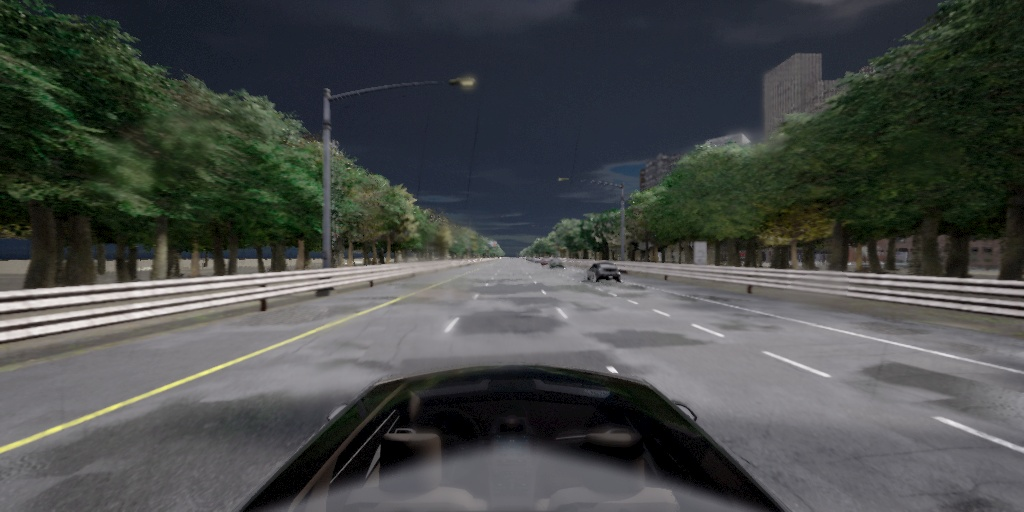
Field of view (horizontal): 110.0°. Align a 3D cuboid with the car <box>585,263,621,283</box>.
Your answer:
[{"bbox_3d":[7.008,1.264,27.881,1.837,1.490,4.892,0,0,0],"label":"car"}]

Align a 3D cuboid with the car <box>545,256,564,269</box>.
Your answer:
[{"bbox_3d":[7.020,1.129,57.759,2.097,1.767,4.553,0,0,0],"label":"car"}]
